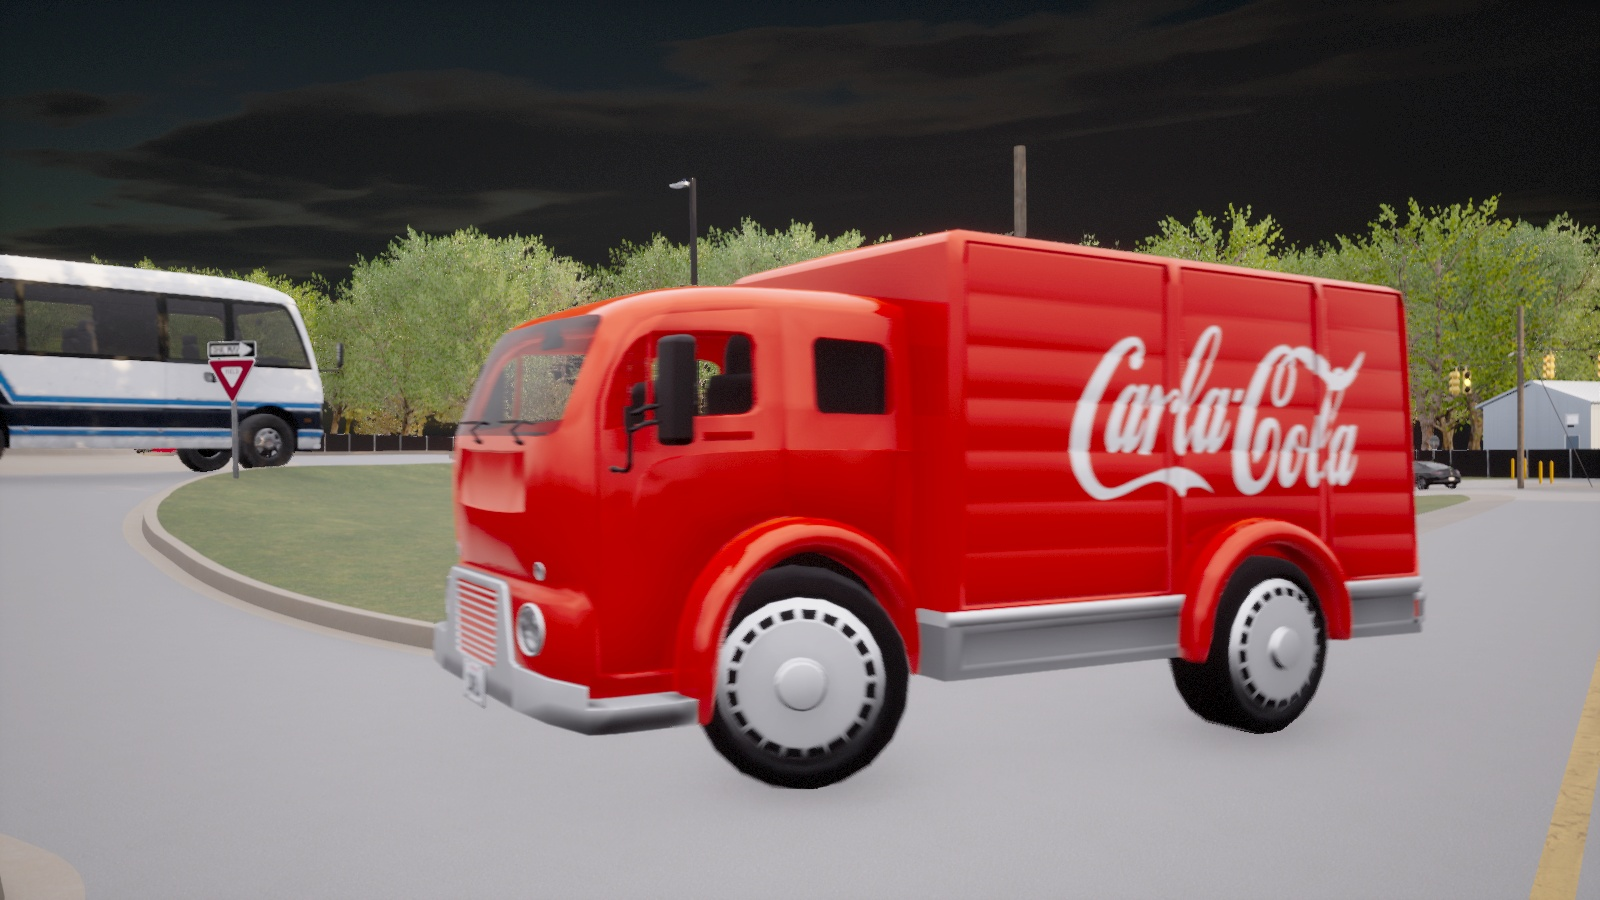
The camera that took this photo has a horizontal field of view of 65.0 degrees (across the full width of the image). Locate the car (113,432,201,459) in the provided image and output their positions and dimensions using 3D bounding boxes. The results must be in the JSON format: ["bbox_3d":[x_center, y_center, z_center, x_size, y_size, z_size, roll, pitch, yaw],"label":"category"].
[{"bbox_3d":[-39.651,-0.271,77.572,2.007,1.525,4.514,2,0,25],"label":"car"}]

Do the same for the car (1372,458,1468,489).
[{"bbox_3d":[31.730,1.190,64.450,1.812,1.442,4.674,-2,0,-13],"label":"car"}]

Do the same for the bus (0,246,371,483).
[{"bbox_3d":[-14.462,-1.538,25.587,3.944,4.253,10.273,0,0,39],"label":"bus"}]

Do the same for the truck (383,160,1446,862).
[{"bbox_3d":[0.693,0.210,6.856,5.204,2.467,2.627,0,0,-30],"label":"truck"}]
